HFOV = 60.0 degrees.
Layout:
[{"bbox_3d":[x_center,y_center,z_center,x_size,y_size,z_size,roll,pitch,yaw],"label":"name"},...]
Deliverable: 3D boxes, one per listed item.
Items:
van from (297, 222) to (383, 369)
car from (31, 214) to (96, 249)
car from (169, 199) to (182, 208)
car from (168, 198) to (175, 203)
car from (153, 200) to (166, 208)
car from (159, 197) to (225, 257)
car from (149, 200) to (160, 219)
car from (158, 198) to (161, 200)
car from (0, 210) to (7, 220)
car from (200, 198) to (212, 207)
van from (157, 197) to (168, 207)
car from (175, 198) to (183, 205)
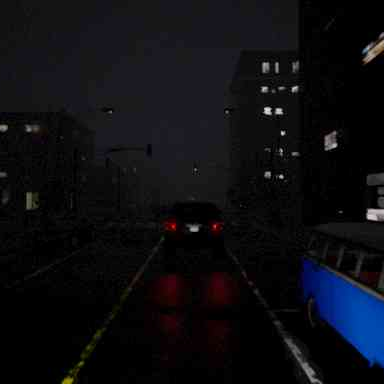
[{"bbox_3d":[2.707,1.384,4.332,1.690,1.788,3.998,1,-1,0],"label":"van"},{"bbox_3d":[-5.679,1.696,15.150,2.008,1.369,4.403,1,-1,0],"label":"car"},{"bbox_3d":[-3.037,2.087,62.760,2.128,1.511,4.902,0,-1,1],"label":"car"},{"bbox_3d":[-5.689,2.463,92.905,1.802,1.307,4.206,1,-1,0],"label":"car"},{"bbox_3d":[-5.684,2.102,58.786,1.887,1.381,4.507,1,-1,0],"label":"car"},{"bbox_3d":[0.098,1.354,13.742,2.150,2.045,5.566,0,0,0],"label":"car"},{"bbox_3d":[-2.200,1.770,30.652,1.882,1.535,5.008,1,-1,-27],"label":"car"},{"bbox_3d":[-5.760,2.049,53.105,1.887,1.381,4.507,1,-1,0],"label":"car"},{"bbox_3d":[-19.304,1.903,30.402,4.507,1.381,1.887,0,-1,1],"label":"car"},{"bbox_3d":[2.697,2.052,64.536,1.967,1.590,4.097,1,-1,0],"label":"car"},{"bbox_3d":[-5.680,1.952,64.475,1.690,1.788,3.998,1,-1,0],"label":"van"},{"bbox_3d":[-3.011,2.241,78.220,1.837,1.490,4.892,0,-1,0],"label":"car"}]
